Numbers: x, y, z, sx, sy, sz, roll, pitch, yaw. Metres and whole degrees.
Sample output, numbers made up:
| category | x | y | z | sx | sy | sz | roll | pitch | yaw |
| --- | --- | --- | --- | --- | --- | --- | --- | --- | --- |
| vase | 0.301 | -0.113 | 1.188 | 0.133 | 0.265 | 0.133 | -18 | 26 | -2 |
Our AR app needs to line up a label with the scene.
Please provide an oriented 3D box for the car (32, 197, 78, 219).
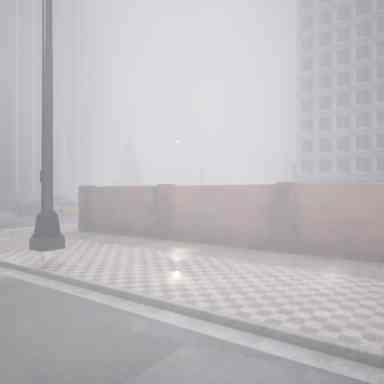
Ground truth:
| category | x | y | z | sx | sy | sz | roll | pitch | yaw |
| --- | --- | --- | --- | --- | --- | --- | --- | --- | --- |
| car | -10.781 | 1.477 | 29.028 | 1.882 | 1.535 | 5.008 | 0 | 0 | 35 |

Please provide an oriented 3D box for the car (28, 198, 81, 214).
| category | x | y | z | sx | sy | sz | roll | pitch | yaw |
| --- | --- | --- | --- | --- | --- | --- | --- | --- | --- |
| car | -14.736 | 1.478 | 35.885 | 1.882 | 1.535 | 5.008 | 0 | 0 | 35 |

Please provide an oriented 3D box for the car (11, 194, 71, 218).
| category | x | y | z | sx | sy | sz | roll | pitch | yaw |
| --- | --- | --- | --- | --- | --- | --- | --- | --- | --- |
| car | -13.778 | 1.221 | 31.164 | 2.150 | 2.045 | 5.566 | 0 | 0 | 35 |
